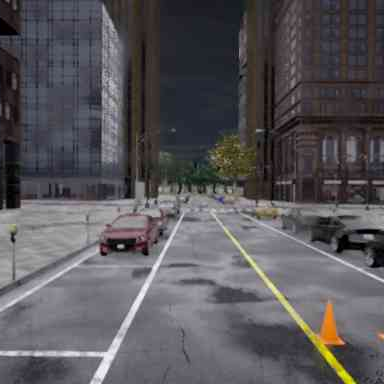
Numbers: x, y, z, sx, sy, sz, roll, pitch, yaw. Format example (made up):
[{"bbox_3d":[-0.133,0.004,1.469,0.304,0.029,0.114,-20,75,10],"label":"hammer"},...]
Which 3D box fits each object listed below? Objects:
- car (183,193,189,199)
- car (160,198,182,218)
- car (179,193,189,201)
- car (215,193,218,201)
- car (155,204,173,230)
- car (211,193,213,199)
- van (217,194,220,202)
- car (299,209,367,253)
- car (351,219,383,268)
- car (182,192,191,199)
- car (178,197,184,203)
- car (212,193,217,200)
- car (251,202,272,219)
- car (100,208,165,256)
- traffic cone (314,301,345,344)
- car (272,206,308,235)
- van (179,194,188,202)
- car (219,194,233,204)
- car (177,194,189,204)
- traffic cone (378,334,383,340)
[{"bbox_3d":[-1.631,1.179,95.595,1.690,1.788,3.998,0,0,0],"label":"car"},{"bbox_3d":[-2.184,1.536,29.274,2.008,1.369,4.403,0,0,0],"label":"car"},{"bbox_3d":[-1.773,1.208,78.661,2.192,1.841,5.009,0,0,0],"label":"car"},{"bbox_3d":[6.706,1.533,72.919,1.947,1.339,4.313,0,0,0],"label":"car"},{"bbox_3d":[-2.274,1.571,18.519,1.802,1.307,4.206,0,0,0],"label":"car"},{"bbox_3d":[6.848,1.457,89.956,1.887,1.381,4.507,0,0,0],"label":"car"},{"bbox_3d":[6.657,1.322,67.240,1.690,1.788,3.998,0,0,0],"label":"van"},{"bbox_3d":[6.212,1.612,13.771,1.947,1.339,4.313,0,0,0],"label":"car"},{"bbox_3d":[6.169,1.612,8.567,1.947,1.339,4.313,0,0,0],"label":"car"},{"bbox_3d":[-1.868,1.239,67.302,2.192,1.841,5.009,0,0,0],"label":"car"},{"bbox_3d":[-2.139,1.546,34.653,1.947,1.339,4.313,0,0,0],"label":"car"},{"bbox_3d":[6.802,1.457,84.448,1.752,1.417,4.829,0,0,0],"label":"car"},{"bbox_3d":[6.344,1.567,29.548,1.752,1.417,4.829,0,0,0],"label":"car"},{"bbox_3d":[-2.319,1.534,13.142,1.887,1.381,4.507,0,0,0],"label":"car"},{"bbox_3d":[2.109,1.972,5.108,0.340,0.580,0.340,0,0,0],"label":"traffic cone"},{"bbox_3d":[6.255,1.597,18.972,2.008,1.369,4.403,0,0,0],"label":"car"},{"bbox_3d":[-1.820,1.251,72.982,1.690,1.788,3.998,0,0,0],"label":"van"},{"bbox_3d":[6.612,1.520,61.730,1.752,1.417,4.829,0,0,0],"label":"car"},{"bbox_3d":[-1.914,1.520,61.622,1.802,1.307,4.206,0,0,0],"label":"car"},{"bbox_3d":[3.109,1.979,5.100,0.340,0.580,0.340,0,0,0],"label":"traffic cone"}]
